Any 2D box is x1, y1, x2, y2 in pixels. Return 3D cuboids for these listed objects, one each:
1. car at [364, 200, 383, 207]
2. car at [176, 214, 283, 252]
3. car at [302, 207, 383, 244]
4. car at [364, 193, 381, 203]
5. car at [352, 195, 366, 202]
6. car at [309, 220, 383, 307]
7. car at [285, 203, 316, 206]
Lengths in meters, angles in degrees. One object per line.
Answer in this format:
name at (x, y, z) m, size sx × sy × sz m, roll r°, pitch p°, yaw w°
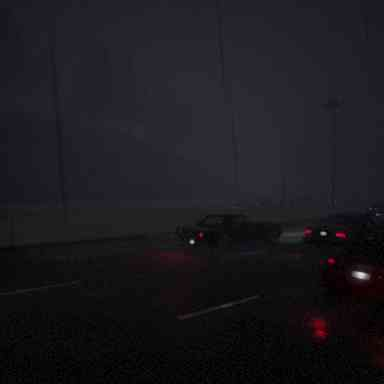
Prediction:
car at (15.297, 1.458, 26.081) m, size 4.902 × 1.511 × 2.128 m, roll 0°, pitch 0°, yaw -44°
car at (1.734, 1.596, 14.018) m, size 4.718 × 1.301 × 1.895 m, roll 0°, pitch 0°, yaw -38°
car at (6.611, 1.533, 13.478) m, size 5.357 × 1.411 × 2.033 m, roll 0°, pitch 0°, yaw -40°
car at (37.486, 1.141, 68.934) m, size 2.150 × 2.045 × 5.566 m, roll 0°, pitch 0°, yaw 38°
car at (37.738, 1.414, 74.953) m, size 1.837 × 1.490 × 4.892 m, roll 0°, pitch 0°, yaw 38°
car at (4.790, 1.554, 7.559) m, size 4.181 × 1.385 × 1.994 m, roll 0°, pitch 0°, yaw -38°
car at (12.783, 1.322, 38.784) m, size 2.097 × 1.767 × 4.553 m, roll 0°, pitch 0°, yaw 43°
